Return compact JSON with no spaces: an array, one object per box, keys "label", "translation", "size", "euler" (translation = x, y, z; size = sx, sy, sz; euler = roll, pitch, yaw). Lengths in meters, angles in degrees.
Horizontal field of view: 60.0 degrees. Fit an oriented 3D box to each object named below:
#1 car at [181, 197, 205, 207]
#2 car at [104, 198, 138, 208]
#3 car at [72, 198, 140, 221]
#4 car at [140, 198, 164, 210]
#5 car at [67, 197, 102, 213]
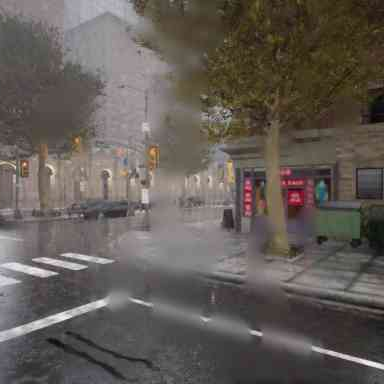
[{"label":"car","translation":[0.183,1.505,50.778],"size":[1.837,1.490,4.892],"euler":[0,0,36]},{"label":"car","translation":[-10.121,1.595,47.893],"size":[1.895,1.301,4.718],"euler":[0,0,36]},{"label":"car","translation":[-6.866,1.505,27.026],"size":[1.837,1.490,4.892],"euler":[0,0,36]},{"label":"car","translation":[-5.639,1.505,42.739],"size":[1.837,1.490,4.892],"euler":[0,0,36]},{"label":"car","translation":[-10.931,1.352,35.423],"size":[2.097,1.767,4.553],"euler":[0,0,36]}]
